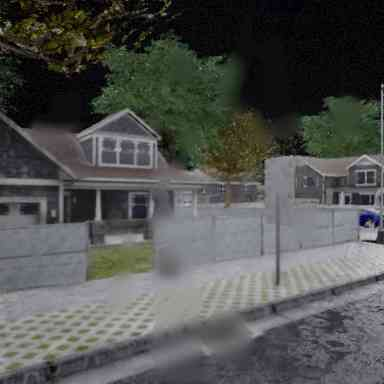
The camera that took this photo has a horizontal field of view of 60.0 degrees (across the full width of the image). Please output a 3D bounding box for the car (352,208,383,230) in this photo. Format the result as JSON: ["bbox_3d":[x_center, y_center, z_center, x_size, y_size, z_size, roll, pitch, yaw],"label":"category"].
[{"bbox_3d":[12.632,1.948,25.416,1.882,1.535,5.008,0,-1,-35],"label":"car"}]
